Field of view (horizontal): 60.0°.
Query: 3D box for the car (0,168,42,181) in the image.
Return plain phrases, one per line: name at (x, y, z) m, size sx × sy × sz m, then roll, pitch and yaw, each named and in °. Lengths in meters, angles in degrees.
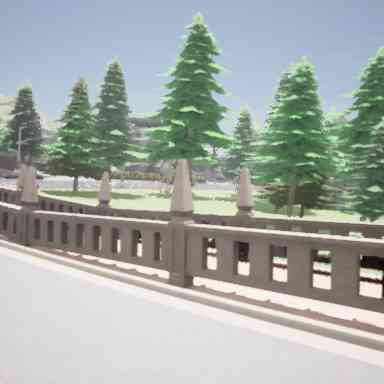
car at (-23.758, -2.248, 46.393) m, size 2.033 × 1.411 × 5.357 m, roll 7°, pitch 4°, yaw 37°
